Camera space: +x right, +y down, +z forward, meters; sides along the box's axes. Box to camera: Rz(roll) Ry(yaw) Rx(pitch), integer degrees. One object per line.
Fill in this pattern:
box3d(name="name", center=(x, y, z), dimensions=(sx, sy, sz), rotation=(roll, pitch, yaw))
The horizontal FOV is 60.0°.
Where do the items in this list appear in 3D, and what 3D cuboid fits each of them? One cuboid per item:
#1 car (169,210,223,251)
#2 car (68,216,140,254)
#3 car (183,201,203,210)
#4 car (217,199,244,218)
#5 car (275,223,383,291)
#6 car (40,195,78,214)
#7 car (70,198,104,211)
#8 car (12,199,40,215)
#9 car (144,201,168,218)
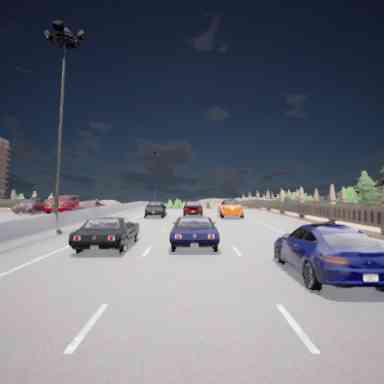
box3d(name="car", center=(0.098, 1.669, 14.366), dimensions=(1.895, 1.301, 4.718), rotation=(0, 0, 0))
box3d(name="car", center=(-3.402, 1.666, 13.862), dimensions=(1.895, 1.301, 4.718), rotation=(0, 0, 0))
box3d(name="car", center=(0.096, 1.632, 32.984), dimensions=(1.882, 1.535, 5.008), rotation=(0, 0, 0))
box3d(name="car", center=(3.596, 1.501, 31.692), dimensions=(2.097, 1.767, 4.553), rotation=(0, 0, 0))
box3d(name="car", center=(3.598, 1.568, 8.993), dimensions=(1.812, 1.442, 4.674), rotation=(0, 0, 0))
box3d(name="car", center=(-14.098, 1.392, 36.605), dimensions=(2.150, 2.045, 5.566), rotation=(0, 0, 0))
box3d(name="car", center=(-10.597, 1.639, 34.570), dimensions=(1.882, 1.535, 5.008), rotation=(0, 0, 0))
box3d(name="car", center=(-17.593, 1.521, 36.375), dimensions=(2.097, 1.767, 4.553), rotation=(0, 0, 0))
box3d(name="car", center=(-3.404, 1.642, 31.981), dimensions=(2.128, 1.511, 4.902), rotation=(0, 0, 0))
